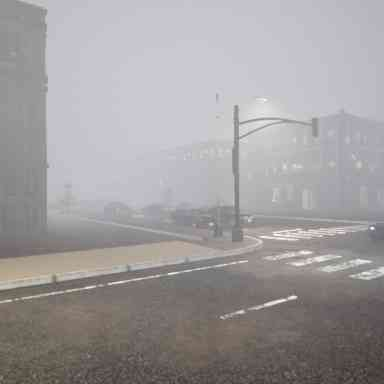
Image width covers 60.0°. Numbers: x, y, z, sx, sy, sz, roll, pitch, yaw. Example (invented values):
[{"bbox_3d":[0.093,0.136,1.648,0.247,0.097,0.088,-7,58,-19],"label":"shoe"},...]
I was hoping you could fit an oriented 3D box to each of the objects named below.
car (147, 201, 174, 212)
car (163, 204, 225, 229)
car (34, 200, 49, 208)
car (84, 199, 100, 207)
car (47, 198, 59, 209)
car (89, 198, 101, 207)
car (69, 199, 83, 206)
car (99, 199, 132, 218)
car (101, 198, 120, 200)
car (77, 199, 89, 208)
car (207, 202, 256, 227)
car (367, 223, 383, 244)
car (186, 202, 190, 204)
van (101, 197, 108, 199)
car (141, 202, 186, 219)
[{"bbox_3d":[-4.291,1.966,44.826,1.802,1.307,4.206,-2,0,-35],"label":"car"},{"bbox_3d":[0.014,1.815,24.074,1.947,1.339,4.313,-1,0,-35],"label":"car"},{"bbox_3d":[-30.349,2.377,67.055,2.008,1.369,4.403,-1,0,-35],"label":"car"},{"bbox_3d":[-20.312,2.228,67.393,1.887,1.381,4.507,-1,0,-35],"label":"car"},{"bbox_3d":[-23.842,2.233,57.889,1.752,1.417,4.829,-1,0,-35],"label":"car"},{"bbox_3d":[-17.114,1.940,62.880,2.192,1.841,5.009,-1,0,-35],"label":"car"},{"bbox_3d":[-26.720,2.365,76.421,1.947,1.339,4.313,-1,0,-35],"label":"car"},{"bbox_3d":[-7.923,1.847,35.460,1.967,1.590,4.097,-1,0,-35],"label":"car"},{"bbox_3d":[-9.249,1.939,41.835,2.128,1.511,4.902,-1,0,-35],"label":"car"},{"bbox_3d":[-20.211,2.195,62.807,1.812,1.442,4.674,-1,0,-35],"label":"car"},{"bbox_3d":[2.693,1.738,25.001,1.812,1.442,4.674,-1,0,-34],"label":"car"},{"bbox_3d":[9.713,1.597,14.587,4.718,1.301,1.895,0,0,-35],"label":"car"},{"bbox_3d":[-1.088,1.904,40.313,1.802,1.307,4.206,-2,0,-35],"label":"car"},{"bbox_3d":[-13.909,1.907,58.366,1.690,1.788,3.998,-1,0,-35],"label":"van"},{"bbox_3d":[-3.253,1.878,33.370,2.033,1.411,5.357,-1,0,-36],"label":"car"}]
